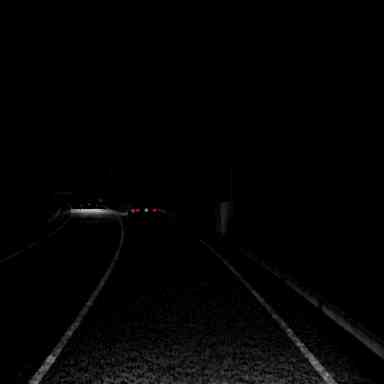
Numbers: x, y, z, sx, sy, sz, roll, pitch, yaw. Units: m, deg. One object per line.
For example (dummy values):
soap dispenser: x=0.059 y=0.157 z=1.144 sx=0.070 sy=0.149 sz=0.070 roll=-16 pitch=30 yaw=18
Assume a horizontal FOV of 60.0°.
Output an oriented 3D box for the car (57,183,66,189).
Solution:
car: x=-27.712 y=-1.202 z=70.660 sx=1.837 sy=1.490 sz=4.892 roll=1 pitch=2 yaw=-26

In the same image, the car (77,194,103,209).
car: x=-10.617 y=0.919 z=33.804 sx=1.994 sy=1.385 sz=4.181 roll=1 pitch=2 yaw=-22

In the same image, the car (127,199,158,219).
car: x=-3.914 y=1.267 z=25.768 sx=2.033 sy=1.411 sz=5.357 roll=1 pitch=1 yaw=-16

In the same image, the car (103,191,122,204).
car: x=-10.011 y=0.645 z=41.684 sx=2.128 sy=1.511 sz=4.902 roll=1 pitch=2 yaw=-24
